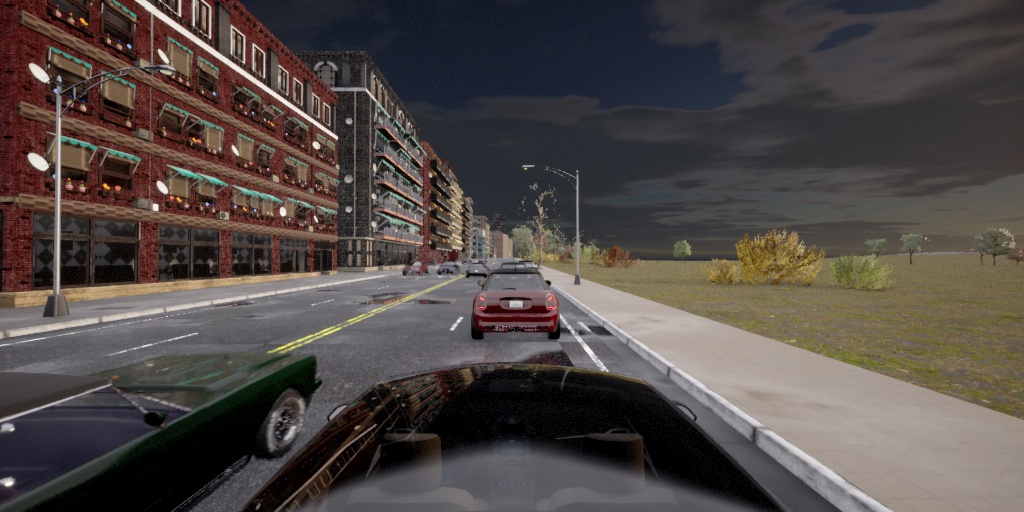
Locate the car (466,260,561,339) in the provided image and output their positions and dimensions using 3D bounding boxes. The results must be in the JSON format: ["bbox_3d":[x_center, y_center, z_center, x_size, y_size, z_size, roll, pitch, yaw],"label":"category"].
[{"bbox_3d":[0.083,1.104,10.185,2.097,1.767,4.553,0,0,0],"label":"car"}]

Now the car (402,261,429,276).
[{"bbox_3d":[-9.889,1.279,37.072,1.812,1.442,4.674,0,0,0],"label":"car"}]

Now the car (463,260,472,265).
[{"bbox_3d":[-3.182,1.317,34.067,1.994,1.385,4.181,0,0,0],"label":"car"}]

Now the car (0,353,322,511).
[{"bbox_3d":[-3.153,1.351,2.071,1.895,1.301,4.718,0,0,0],"label":"car"}]

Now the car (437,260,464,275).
[{"bbox_3d":[-6.640,1.318,38.045,1.994,1.385,4.181,0,0,0],"label":"car"}]

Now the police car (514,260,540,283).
[{"bbox_3d":[1.108,1.179,29.453,1.930,1.638,5.238,0,0,0],"label":"police car"}]
